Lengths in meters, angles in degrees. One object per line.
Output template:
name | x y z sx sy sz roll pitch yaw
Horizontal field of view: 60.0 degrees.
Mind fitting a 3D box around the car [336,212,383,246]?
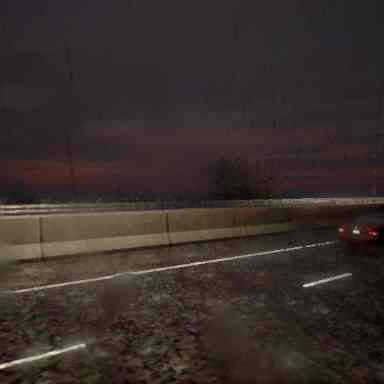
car | 8.269 1.561 14.066 5.357 1.411 2.033 0 0 -35
